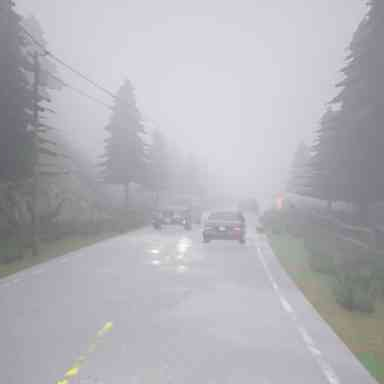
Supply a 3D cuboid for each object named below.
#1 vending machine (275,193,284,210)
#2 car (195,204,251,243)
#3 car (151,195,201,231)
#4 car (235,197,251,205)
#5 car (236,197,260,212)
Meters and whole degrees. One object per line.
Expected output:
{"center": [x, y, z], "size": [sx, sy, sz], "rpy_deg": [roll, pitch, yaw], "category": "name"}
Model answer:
{"center": [10.960, 1.239, 41.807], "size": [1.100, 2.100, 0.880], "rpy_deg": [0, 0, 14], "category": "vending machine"}
{"center": [1.676, 1.555, 16.078], "size": [2.033, 1.411, 5.357], "rpy_deg": [0, 0, 10], "category": "car"}
{"center": [-0.788, 1.219, 21.146], "size": [2.150, 2.045, 5.566], "rpy_deg": [0, 0, 12], "category": "car"}
{"center": [9.277, 1.586, 60.256], "size": [2.033, 1.411, 5.357], "rpy_deg": [0, 0, 18], "category": "car"}
{"center": [6.069, 1.377, 35.379], "size": [2.097, 1.767, 4.553], "rpy_deg": [0, 0, 13], "category": "car"}
